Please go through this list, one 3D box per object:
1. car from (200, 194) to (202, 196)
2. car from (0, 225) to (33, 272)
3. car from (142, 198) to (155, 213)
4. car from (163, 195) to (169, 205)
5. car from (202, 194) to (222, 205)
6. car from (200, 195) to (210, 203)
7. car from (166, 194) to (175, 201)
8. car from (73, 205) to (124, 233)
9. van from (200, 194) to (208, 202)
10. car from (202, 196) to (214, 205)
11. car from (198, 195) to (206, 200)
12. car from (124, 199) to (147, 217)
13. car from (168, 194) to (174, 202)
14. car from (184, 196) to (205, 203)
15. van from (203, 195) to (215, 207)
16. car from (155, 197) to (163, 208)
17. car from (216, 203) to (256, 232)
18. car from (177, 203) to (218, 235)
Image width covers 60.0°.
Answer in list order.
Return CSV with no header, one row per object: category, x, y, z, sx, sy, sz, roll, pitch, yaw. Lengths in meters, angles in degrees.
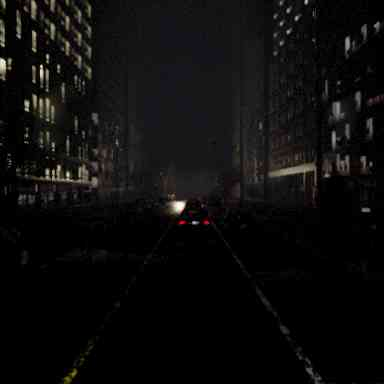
car,2.735,1.348,48.218,2.192,1.841,5.009,-1,0,0
car,-5.688,1.556,8.441,2.008,1.369,4.403,-1,0,0
car,-5.657,1.465,36.859,1.967,1.590,4.097,-1,0,0
car,-5.631,1.604,59.594,1.947,1.339,4.313,-1,0,0
car,2.728,1.344,42.534,2.192,1.841,5.009,-1,0,0
car,2.761,1.485,70.952,1.967,1.590,4.097,-1,0,0
car,-5.601,1.367,88.013,2.192,1.841,5.009,-1,0,0
car,-5.675,1.564,19.808,2.008,1.369,4.403,-1,0,0
van,2.767,1.389,76.635,1.690,1.788,3.998,-1,0,0
car,2.749,1.479,59.585,1.967,1.590,4.097,-1,0,0
car,2.788,1.606,93.687,2.008,1.369,4.403,-1,0,0
car,-5.662,1.603,31.175,1.802,1.307,4.206,-1,0,0
car,-5.618,1.595,70.962,2.008,1.369,4.403,-1,0,0
car,0.146,1.503,37.901,1.882,1.535,5.008,0,0,0
van,2.742,1.377,53.901,1.690,1.788,3.998,-1,0,0
car,-5.643,1.557,48.057,1.752,1.417,4.829,-1,0,0
car,2.706,1.565,19.799,2.008,1.369,4.403,-1,0,0
car,0.122,1.561,18.700,2.033,1.411,5.357,0,0,0
